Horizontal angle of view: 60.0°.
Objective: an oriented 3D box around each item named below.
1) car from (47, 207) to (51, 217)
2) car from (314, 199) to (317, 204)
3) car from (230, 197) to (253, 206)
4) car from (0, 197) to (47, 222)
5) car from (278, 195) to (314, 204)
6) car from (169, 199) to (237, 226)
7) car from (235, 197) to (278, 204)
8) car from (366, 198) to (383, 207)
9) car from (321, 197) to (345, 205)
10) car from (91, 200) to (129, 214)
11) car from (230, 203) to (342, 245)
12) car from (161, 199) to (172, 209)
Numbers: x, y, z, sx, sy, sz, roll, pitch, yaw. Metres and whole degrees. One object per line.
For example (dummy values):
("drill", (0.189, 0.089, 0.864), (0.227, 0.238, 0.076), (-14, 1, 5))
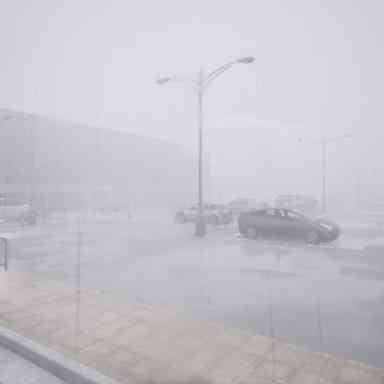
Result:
("car", (-15.373, 1.740, 30.994), (1.994, 1.385, 4.181), (0, 0, 35))
("car", (12.888, 1.289, 40.931), (4.605, 1.855, 1.932), (0, 0, 35))
("car", (8.863, 1.668, 58.893), (2.128, 1.511, 4.902), (0, 0, 35))
("car", (-14.532, 1.396, 25.535), (2.150, 2.045, 5.566), (0, 0, 34))
("car", (11.549, 1.269, 38.320), (3.866, 1.878, 1.905), (0, 0, 35))
("car", (0.732, 1.424, 22.439), (3.806, 1.475, 1.970), (0, 0, 35))
("car", (4.169, 1.345, 27.868), (5.027, 1.636, 2.152), (0, 0, 35))
("car", (28.063, 1.576, 49.318), (3.806, 1.475, 1.970), (0, 0, 35))
("car", (23.720, 1.565, 56.033), (3.633, 1.501, 1.845), (0, 0, 35))
("car", (-9.568, 1.681, 39.208), (1.837, 1.490, 4.892), (0, 0, 35))
("car", (4.378, 1.490, 15.381), (4.514, 1.523, 2.007), (0, 0, 35))
("car", (-2.707, 1.739, 48.882), (1.994, 1.385, 4.181), (0, 0, 35))
